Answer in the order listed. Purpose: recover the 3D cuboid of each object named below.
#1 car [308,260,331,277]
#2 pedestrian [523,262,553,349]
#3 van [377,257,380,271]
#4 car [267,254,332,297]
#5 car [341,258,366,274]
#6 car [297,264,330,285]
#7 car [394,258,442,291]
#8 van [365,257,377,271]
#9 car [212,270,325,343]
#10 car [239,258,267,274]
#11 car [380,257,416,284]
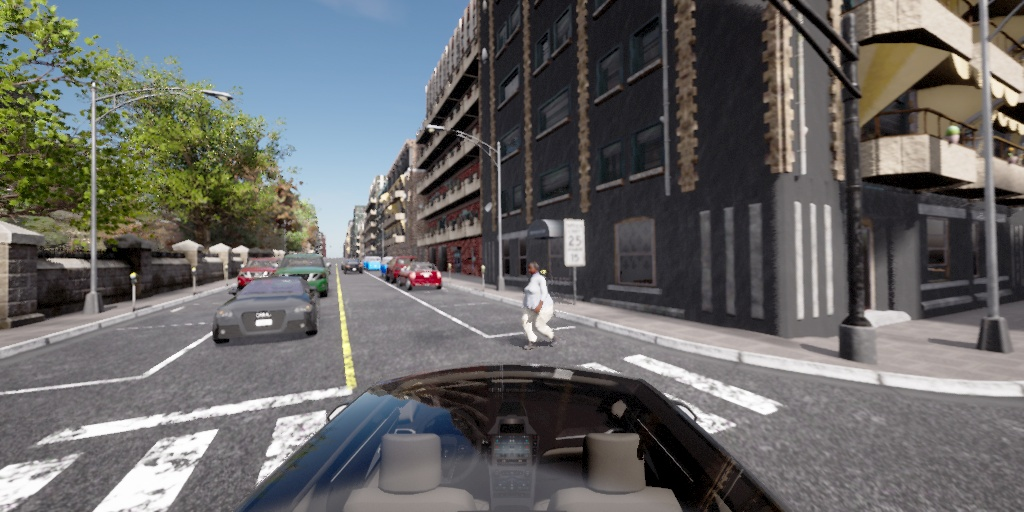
[{"bbox_3d":[-19.220,1.177,35.987,1.882,1.535,5.008,0,0,-26],"label":"car"},{"bbox_3d":[0.521,0.947,7.273,0.375,1.860,0.375,1,-1,-26],"label":"pedestrian"},{"bbox_3d":[-10.374,0.994,31.030,1.690,1.789,3.998,0,0,-26],"label":"van"},{"bbox_3d":[-10.355,0.917,17.873,2.150,2.045,5.566,0,0,-26],"label":"car"},{"bbox_3d":[-17.390,1.202,39.287,1.812,1.442,4.674,0,0,-26],"label":"car"},{"bbox_3d":[-14.698,1.299,26.716,1.895,1.301,4.718,0,0,-26],"label":"car"},{"bbox_3d":[-5.491,1.091,21.121,1.967,1.591,4.097,0,0,-26],"label":"car"},{"bbox_3d":[-17.698,0.997,45.895,1.690,1.789,3.998,0,0,-26],"label":"van"},{"bbox_3d":[-6.252,1.258,9.553,1.994,1.385,4.181,0,0,-26],"label":"car"},{"bbox_3d":[-15.450,1.032,22.372,2.192,1.841,5.009,0,0,-26],"label":"car"},{"bbox_3d":[-7.933,0.967,26.075,2.192,1.841,5.009,0,0,-26],"label":"car"}]
